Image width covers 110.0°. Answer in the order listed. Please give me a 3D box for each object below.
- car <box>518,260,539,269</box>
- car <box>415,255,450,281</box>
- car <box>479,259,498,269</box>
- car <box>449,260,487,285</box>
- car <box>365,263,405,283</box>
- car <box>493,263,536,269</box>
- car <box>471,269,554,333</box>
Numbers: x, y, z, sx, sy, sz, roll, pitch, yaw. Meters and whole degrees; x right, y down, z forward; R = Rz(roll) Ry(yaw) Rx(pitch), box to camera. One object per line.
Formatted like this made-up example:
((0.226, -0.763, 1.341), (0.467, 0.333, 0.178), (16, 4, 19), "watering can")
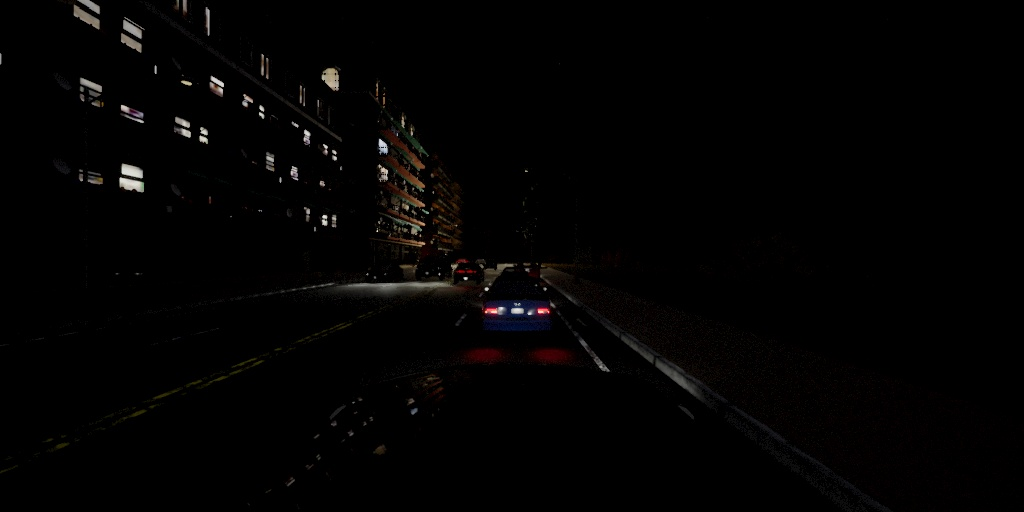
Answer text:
((1.194, 1.105, 29.947), (2.097, 1.767, 4.553), (0, 0, 0), "car")
((-6.543, 0.975, 30.397), (2.150, 2.045, 5.566), (0, 0, 0), "car")
((-3.047, 1.244, 50.596), (2.128, 1.511, 4.902), (0, 0, 0), "car")
((-3.101, 1.256, 26.438), (1.837, 1.490, 4.892), (0, -1, 0), "car")
((-9.810, 1.279, 28.033), (1.812, 1.442, 4.674), (0, 0, 0), "car")
((0.133, 1.317, 21.013), (1.994, 1.385, 4.181), (0, 0, 1), "car")
((0.120, 1.299, 10.680), (2.033, 1.411, 5.357), (0, 0, 0), "car")
